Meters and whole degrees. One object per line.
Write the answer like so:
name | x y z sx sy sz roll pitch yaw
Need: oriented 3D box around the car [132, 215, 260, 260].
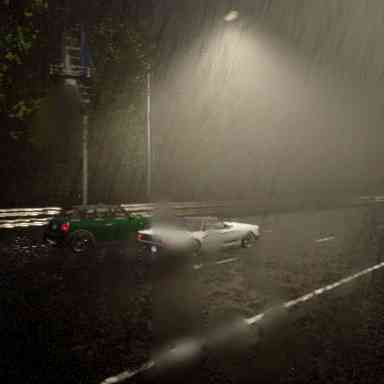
car | 0.427 1.519 12.117 4.718 1.301 1.895 0 1 -42

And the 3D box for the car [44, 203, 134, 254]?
car | -3.375 1.271 13.391 4.553 1.767 2.097 0 0 -42
